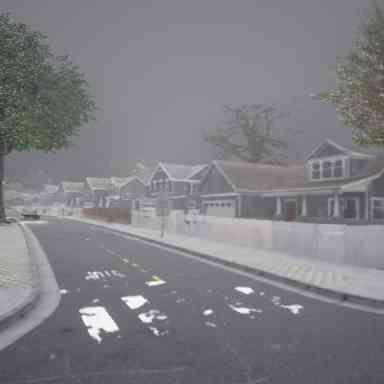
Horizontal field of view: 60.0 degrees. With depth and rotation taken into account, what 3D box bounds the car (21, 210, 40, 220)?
[{"bbox_3d":[-21.332,3.006,43.874,1.895,1.301,4.718,3,-3,-32],"label":"car"}]
